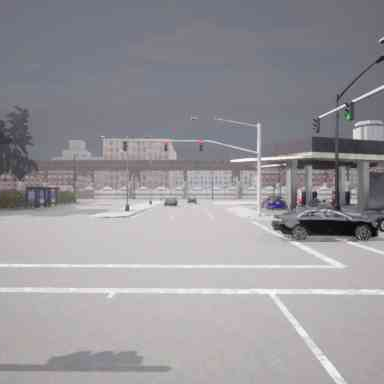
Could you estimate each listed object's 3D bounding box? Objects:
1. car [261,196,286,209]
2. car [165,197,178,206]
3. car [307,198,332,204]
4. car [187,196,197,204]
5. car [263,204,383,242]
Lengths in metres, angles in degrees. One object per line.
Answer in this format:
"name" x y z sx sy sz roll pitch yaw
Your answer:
"car" 9.724 1.295 39.725 2.242 1.667 4.611 0 0 0
"car" -3.382 1.564 54.749 1.994 1.385 4.181 0 0 0
"car" 15.469 1.456 40.486 1.970 1.475 3.806 0 0 0
"car" 0.022 1.547 64.404 2.033 1.411 5.357 0 0 0
"car" 6.212 1.491 15.823 4.902 1.511 2.128 0 0 -1
